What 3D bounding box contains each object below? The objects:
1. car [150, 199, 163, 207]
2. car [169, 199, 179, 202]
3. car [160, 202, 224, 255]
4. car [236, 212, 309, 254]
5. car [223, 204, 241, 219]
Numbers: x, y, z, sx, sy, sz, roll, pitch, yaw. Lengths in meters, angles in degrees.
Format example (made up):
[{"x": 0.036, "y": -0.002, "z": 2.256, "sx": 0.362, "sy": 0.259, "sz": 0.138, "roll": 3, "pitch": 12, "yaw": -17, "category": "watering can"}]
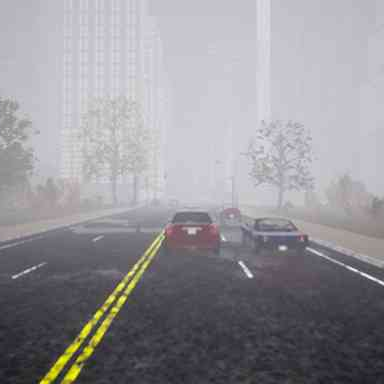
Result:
[{"x": -6.510, "y": 2.048, "z": 61.440, "sx": 1.837, "sy": 1.490, "sz": 4.892, "roll": 0, "pitch": -1, "yaw": 0, "category": "car"}, {"x": -3.261, "y": 2.061, "z": 61.355, "sx": 1.812, "sy": 1.442, "sz": 4.674, "roll": 0, "pitch": -1, "yaw": 0, "category": "car"}, {"x": 0.000, "y": 1.483, "z": 14.071, "sx": 2.097, "sy": 1.767, "sz": 4.553, "roll": 0, "pitch": -1, "yaw": 0, "category": "car"}, {"x": 3.250, "y": 1.735, "z": 14.096, "sx": 1.895, "sy": 1.301, "sz": 4.718, "roll": 0, "pitch": 0, "yaw": 0, "category": "car"}, {"x": 3.251, "y": 1.796, "z": 29.384, "sx": 1.812, "sy": 1.442, "sz": 4.674, "roll": 0, "pitch": 0, "yaw": 0, "category": "car"}]
